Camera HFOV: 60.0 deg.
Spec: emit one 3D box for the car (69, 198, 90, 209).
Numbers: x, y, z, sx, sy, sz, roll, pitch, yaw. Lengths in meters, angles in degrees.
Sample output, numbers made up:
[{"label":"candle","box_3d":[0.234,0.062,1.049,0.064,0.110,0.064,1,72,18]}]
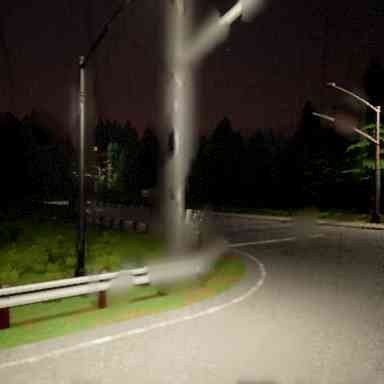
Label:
[{"label":"car","box_3d":[-15.313,1.530,45.064,1.812,1.442,4.674,0,0,-34]}]
